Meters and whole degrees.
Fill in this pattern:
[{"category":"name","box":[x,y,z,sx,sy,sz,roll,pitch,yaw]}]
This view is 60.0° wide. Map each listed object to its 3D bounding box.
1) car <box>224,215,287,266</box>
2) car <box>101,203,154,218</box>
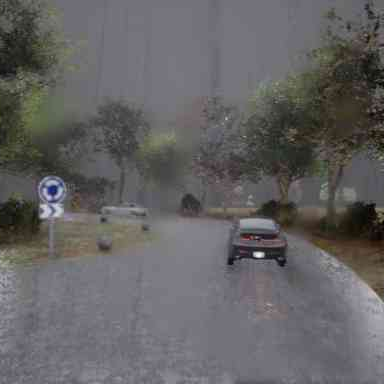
[{"category":"car","box":[2.191,1.584,12.058,1.837,1.490,4.892,1,0,6]},{"category":"car","box":[-5.955,1.642,30.352,4.718,1.301,1.895,1,0,25]}]
